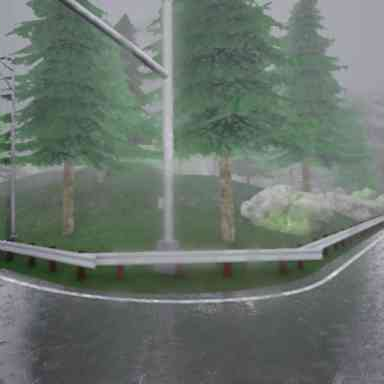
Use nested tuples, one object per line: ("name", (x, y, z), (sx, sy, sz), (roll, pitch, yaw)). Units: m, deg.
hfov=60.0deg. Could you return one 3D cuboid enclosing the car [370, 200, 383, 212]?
("car", (24.023, 1.707, 40.539), (1.812, 1.442, 4.674), (0, -1, -5))
